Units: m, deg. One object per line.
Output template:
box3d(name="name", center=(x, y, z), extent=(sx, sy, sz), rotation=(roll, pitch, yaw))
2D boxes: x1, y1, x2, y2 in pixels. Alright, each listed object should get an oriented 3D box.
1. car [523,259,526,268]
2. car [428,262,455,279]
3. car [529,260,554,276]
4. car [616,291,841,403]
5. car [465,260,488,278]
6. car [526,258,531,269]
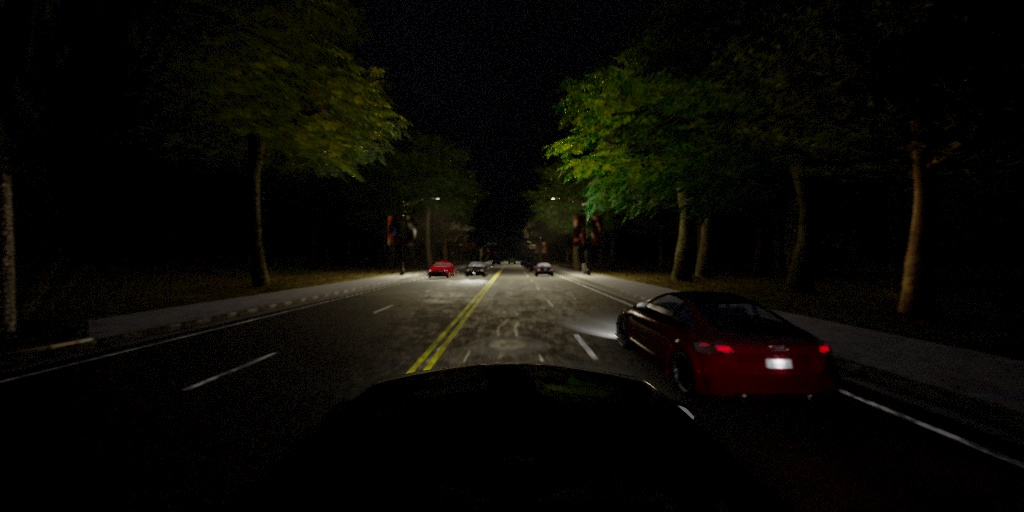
box3d(name="car", center=(3.234, 1.446, 59.444), extent=(1.812, 1.442, 4.674), rotation=(0, 0, 0))
box3d(name="car", center=(-6.587, 1.275, 33.947), extent=(1.882, 1.535, 5.008), rotation=(0, 0, 0))
box3d(name="car", center=(3.240, 1.356, 37.442), extent=(2.033, 1.411, 5.357), rotation=(0, 0, 0))
box3d(name="car", center=(3.350, 1.318, 6.505), extent=(1.994, 1.385, 4.181), rotation=(0, 0, 0))
box3d(name="car", center=(-3.337, 1.292, 34.394), extent=(2.128, 1.511, 4.902), rotation=(0, 0, 0))
box3d(name="car", center=(3.237, 1.382, 48.444), extent=(1.812, 1.442, 4.674), rotation=(0, 0, 0))
